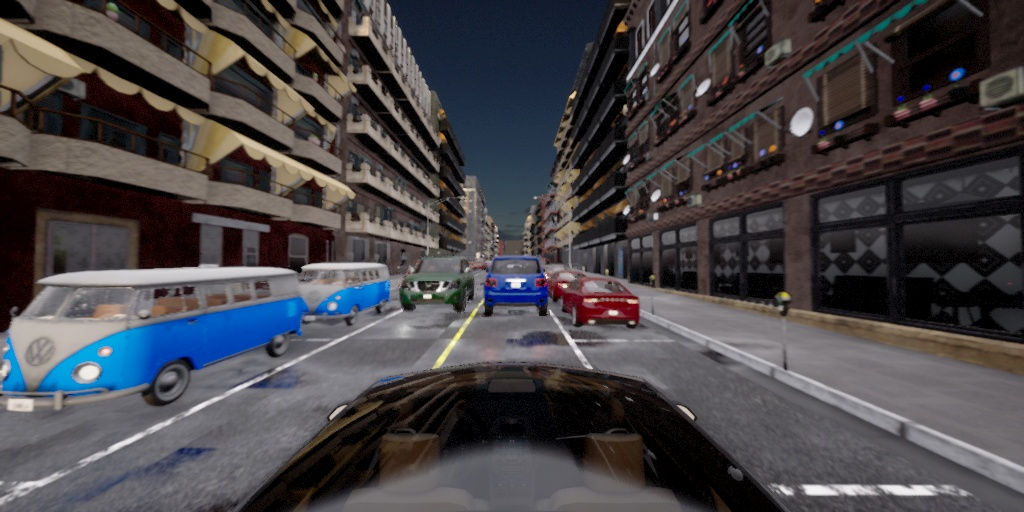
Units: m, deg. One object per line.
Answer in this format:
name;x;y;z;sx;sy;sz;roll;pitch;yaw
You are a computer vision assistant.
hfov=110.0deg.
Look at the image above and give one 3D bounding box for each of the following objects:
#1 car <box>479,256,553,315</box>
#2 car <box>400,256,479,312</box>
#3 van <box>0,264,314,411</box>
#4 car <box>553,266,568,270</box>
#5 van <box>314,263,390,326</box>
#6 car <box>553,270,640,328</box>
car;0.133;1.008;13.831;2.150;2.045;5.566;0;0;0
car;-2.811;1.005;14.753;2.150;2.045;5.566;0;0;0
van;-5.308;1.091;5.970;1.690;1.789;3.998;0;0;0
car;2.608;1.349;16.945;1.888;1.381;4.507;0;0;0
van;-5.291;1.109;11.501;1.690;1.789;3.998;0;0;0
car;2.591;1.329;11.415;1.888;1.381;4.507;0;0;0
